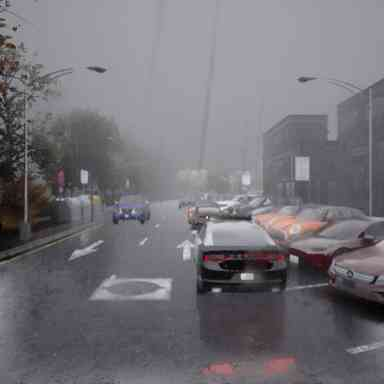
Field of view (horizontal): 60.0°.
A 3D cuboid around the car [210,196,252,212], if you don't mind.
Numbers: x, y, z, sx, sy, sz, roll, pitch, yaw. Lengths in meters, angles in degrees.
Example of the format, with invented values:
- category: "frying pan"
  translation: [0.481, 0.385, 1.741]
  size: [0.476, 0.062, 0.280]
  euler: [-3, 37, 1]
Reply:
- category: "car"
  translation: [4.669, 1.409, 40.243]
  size: [4.553, 1.767, 2.185]
  euler: [1, 0, -21]

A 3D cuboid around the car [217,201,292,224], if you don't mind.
- category: "car"
  translation: [4.746, 1.493, 25.168]
  size: [5.366, 1.575, 1.946]
  euler: [1, 0, -21]

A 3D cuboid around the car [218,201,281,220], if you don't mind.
- category: "car"
  translation: [4.847, 1.534, 28.227]
  size: [4.792, 1.488, 2.163]
  euler: [1, 0, -21]

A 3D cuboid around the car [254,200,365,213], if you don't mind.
- category: "car"
  translation: [5.130, 1.361, 13.239]
  size: [4.553, 1.767, 2.185]
  euler: [1, 0, -21]

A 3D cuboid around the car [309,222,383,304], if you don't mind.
- category: "car"
  translation: [5.196, 1.525, 7.227]
  size: [4.674, 1.452, 2.002]
  euler: [1, 0, -21]

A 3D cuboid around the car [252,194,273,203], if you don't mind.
- category: "car"
  translation: [16.999, 1.433, 80.513]
  size: [2.435, 2.045, 5.566]
  euler: [0, 0, -22]

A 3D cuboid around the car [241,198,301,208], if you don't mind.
- category: "car"
  translation: [5.084, 1.363, 16.240]
  size: [4.553, 1.767, 2.185]
  euler: [1, 0, -21]

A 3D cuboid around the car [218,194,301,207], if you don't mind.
- category: "car"
  translation: [4.953, 1.243, 22.213]
  size: [5.566, 2.045, 2.435]
  euler: [1, 0, -21]

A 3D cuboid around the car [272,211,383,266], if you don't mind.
- category: "car"
  translation: [5.117, 1.514, 10.218]
  size: [4.792, 1.488, 2.163]
  euler: [1, 0, -21]

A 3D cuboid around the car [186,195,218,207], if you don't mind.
- category: "car"
  translation: [0.769, 1.364, 24.843]
  size: [2.097, 1.767, 4.553]
  euler: [0, 0, -1]

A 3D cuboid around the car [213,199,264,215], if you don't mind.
- category: "car"
  translation: [4.764, 1.547, 34.228]
  size: [4.792, 1.488, 2.163]
  euler: [1, 0, -21]

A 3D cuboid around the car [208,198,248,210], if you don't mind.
- category: "car"
  translation: [4.656, 1.584, 43.251]
  size: [4.674, 1.452, 2.002]
  euler: [1, 0, -21]

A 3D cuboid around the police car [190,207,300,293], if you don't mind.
- category: "police car"
  translation: [1.019, 1.424, 8.984]
  size: [1.930, 1.638, 5.238]
  euler: [0, 0, -1]

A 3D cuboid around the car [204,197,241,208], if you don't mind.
- category: "car"
  translation: [4.552, 1.564, 49.262]
  size: [5.008, 1.535, 2.097]
  euler: [1, 0, -21]

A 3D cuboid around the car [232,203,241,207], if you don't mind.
- category: "car"
  translation: [5.003, 1.531, 19.235]
  size: [4.674, 1.452, 2.002]
  euler: [1, 0, -21]

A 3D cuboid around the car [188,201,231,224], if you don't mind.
- category: "car"
  translation: [0.860, 1.511, 18.873]
  size: [1.837, 1.490, 4.892]
  euler: [0, 0, -1]

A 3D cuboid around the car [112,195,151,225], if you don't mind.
- category: "car"
  translation: [-4.337, 1.234, 24.588]
  size: [2.150, 2.045, 5.566]
  euler: [0, 0, -1]

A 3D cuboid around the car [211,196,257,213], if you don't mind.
- category: "car"
  translation: [4.714, 1.400, 37.242]
  size: [4.553, 1.767, 2.185]
  euler: [1, 0, -21]

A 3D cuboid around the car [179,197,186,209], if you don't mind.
- category: "car"
  translation: [-0.750, 1.423, 46.807]
  size: [2.097, 1.767, 4.553]
  euler: [0, 0, 0]
